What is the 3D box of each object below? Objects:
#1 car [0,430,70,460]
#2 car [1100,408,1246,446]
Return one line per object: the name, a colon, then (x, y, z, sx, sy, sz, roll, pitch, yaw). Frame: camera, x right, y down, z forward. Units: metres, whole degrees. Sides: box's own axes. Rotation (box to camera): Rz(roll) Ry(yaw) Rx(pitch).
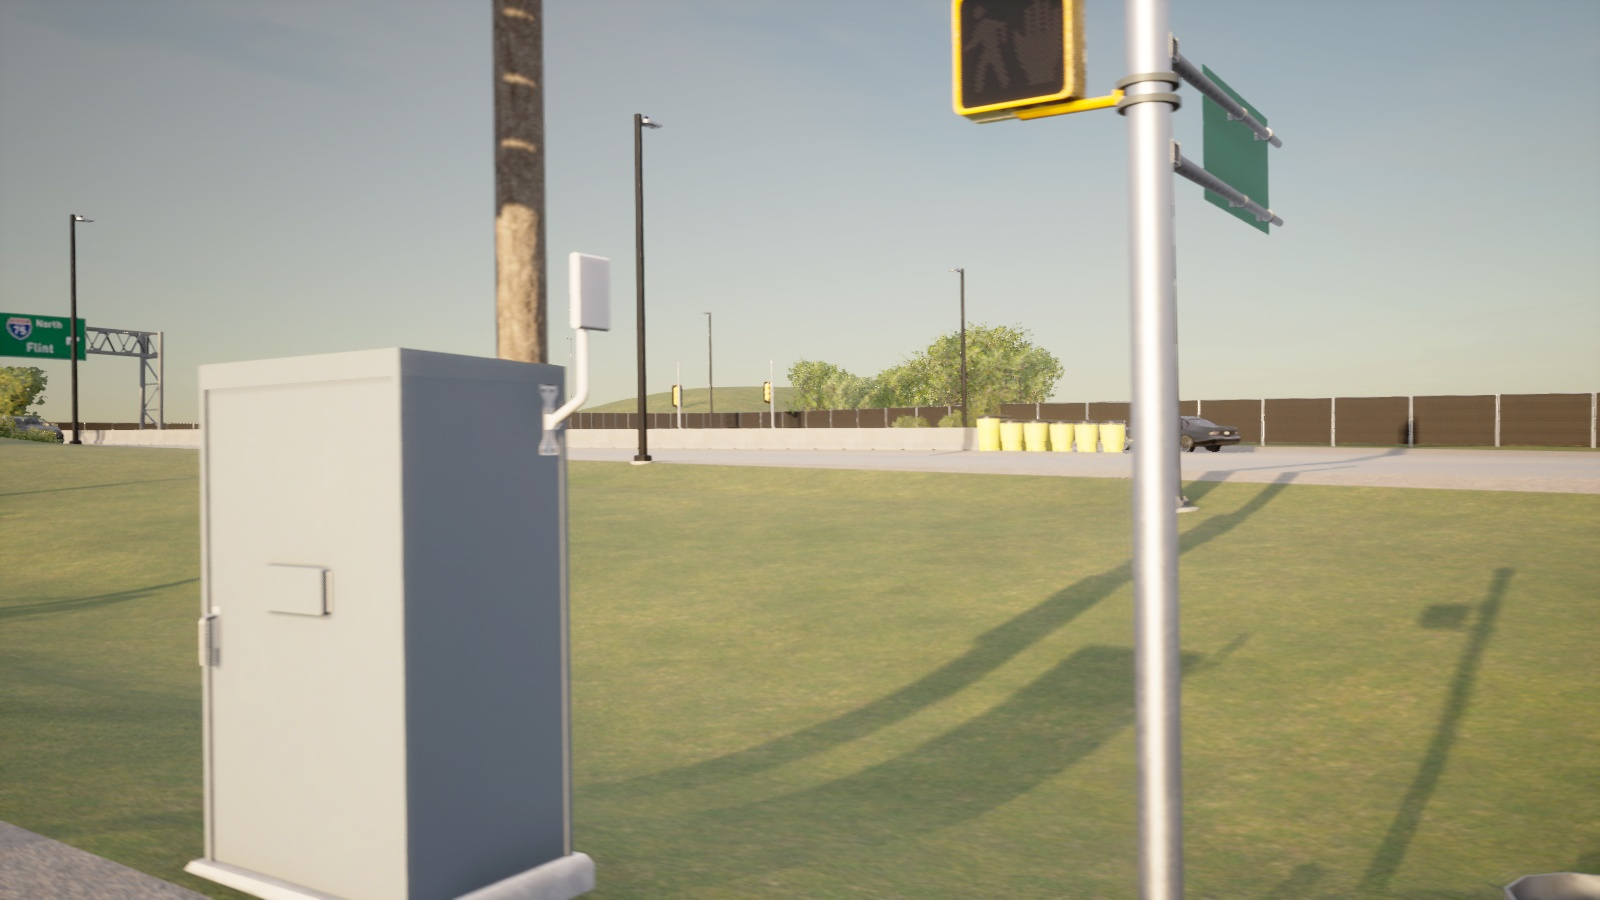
car: (-39.414, -0.248, 64.082, 4.514, 1.525, 2.007, 0, 1, 34)
car: (14.540, -0.892, 49.226, 2.033, 1.411, 5.357, -2, 1, -35)
